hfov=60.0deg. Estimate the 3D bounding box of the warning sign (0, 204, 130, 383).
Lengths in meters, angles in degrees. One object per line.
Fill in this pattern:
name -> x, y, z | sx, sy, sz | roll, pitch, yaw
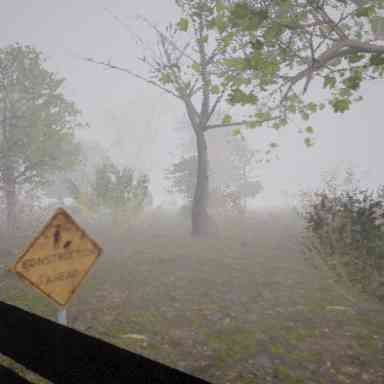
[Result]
warning sign -> -1.668, 1.120, 4.236 | 1.060, 1.860, 1.300 | -1, 0, 35
